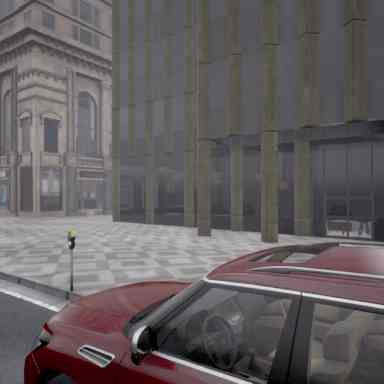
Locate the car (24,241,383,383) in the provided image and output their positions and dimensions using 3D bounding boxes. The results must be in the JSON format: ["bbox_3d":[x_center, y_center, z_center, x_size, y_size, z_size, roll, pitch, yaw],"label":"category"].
[{"bbox_3d":[0.897,1.315,2.333,5.009,1.841,2.192,0,0,36],"label":"car"}]
